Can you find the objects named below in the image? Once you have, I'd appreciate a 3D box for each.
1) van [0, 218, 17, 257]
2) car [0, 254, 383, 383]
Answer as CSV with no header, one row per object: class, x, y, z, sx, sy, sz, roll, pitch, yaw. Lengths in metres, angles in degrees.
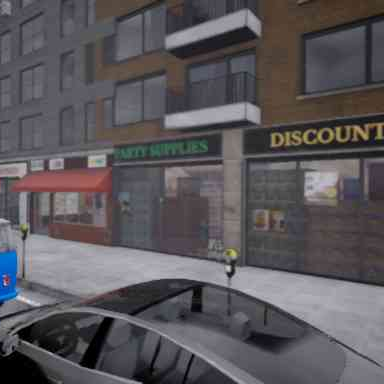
van,-5.010,1.278,6.388,3.998,1.788,1.690,1,0,36
car,-0.527,1.548,3.187,4.313,1.339,1.947,1,0,36
